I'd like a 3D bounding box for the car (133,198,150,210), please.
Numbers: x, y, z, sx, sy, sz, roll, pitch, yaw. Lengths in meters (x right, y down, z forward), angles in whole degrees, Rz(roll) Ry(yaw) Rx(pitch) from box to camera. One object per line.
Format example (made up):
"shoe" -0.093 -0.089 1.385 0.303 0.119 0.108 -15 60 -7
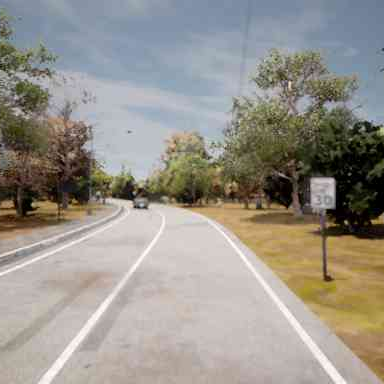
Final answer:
"car" -6.670 1.484 43.448 2.128 1.511 4.902 1 0 -12
